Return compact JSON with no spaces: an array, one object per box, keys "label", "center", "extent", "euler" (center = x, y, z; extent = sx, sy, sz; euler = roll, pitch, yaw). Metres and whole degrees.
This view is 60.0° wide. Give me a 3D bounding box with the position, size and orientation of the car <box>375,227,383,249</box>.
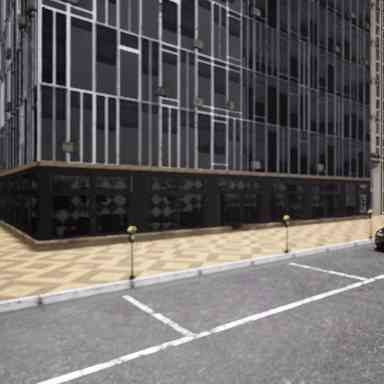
[{"label":"car","center":[8.914,1.523,13.019],"extent":[4.313,1.339,1.947],"euler":[0,0,-36]}]
